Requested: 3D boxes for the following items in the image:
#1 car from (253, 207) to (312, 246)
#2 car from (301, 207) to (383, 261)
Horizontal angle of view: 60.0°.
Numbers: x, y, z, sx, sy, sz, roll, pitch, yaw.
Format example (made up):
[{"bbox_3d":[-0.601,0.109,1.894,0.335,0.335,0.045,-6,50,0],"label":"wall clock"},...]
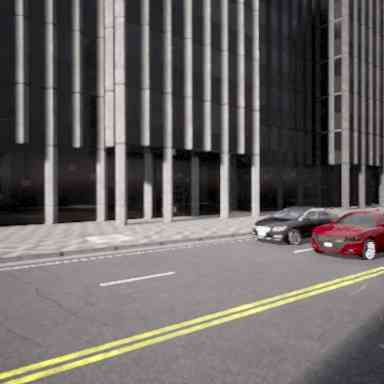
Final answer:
[{"bbox_3d":[4.878,1.443,15.151,4.902,1.511,2.128,0,0,-36],"label":"car"},{"bbox_3d":[6.468,1.430,12.293,5.008,1.535,1.882,0,0,-35],"label":"car"}]
